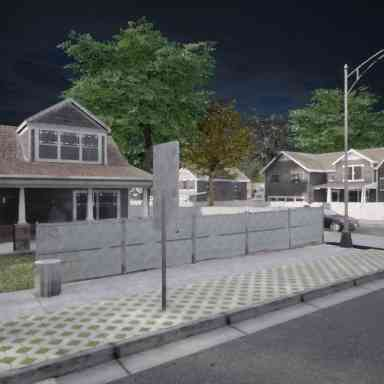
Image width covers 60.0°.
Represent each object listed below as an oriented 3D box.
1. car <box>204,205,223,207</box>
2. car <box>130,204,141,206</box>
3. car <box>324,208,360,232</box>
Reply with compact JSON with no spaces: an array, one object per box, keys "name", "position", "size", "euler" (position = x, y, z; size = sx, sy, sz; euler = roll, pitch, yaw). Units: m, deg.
[{"name":"car","position":[2.132,1.901,29.975],"size":[1.812,1.442,4.674],"euler":[0,-1,-35]},{"name":"car","position":[-7.162,2.194,42.918],"size":[1.994,1.385,4.181],"euler":[0,-1,-36]},{"name":"car","position":[8.279,1.727,21.443],"size":[1.812,1.442,4.674],"euler":[0,-1,-36]}]
